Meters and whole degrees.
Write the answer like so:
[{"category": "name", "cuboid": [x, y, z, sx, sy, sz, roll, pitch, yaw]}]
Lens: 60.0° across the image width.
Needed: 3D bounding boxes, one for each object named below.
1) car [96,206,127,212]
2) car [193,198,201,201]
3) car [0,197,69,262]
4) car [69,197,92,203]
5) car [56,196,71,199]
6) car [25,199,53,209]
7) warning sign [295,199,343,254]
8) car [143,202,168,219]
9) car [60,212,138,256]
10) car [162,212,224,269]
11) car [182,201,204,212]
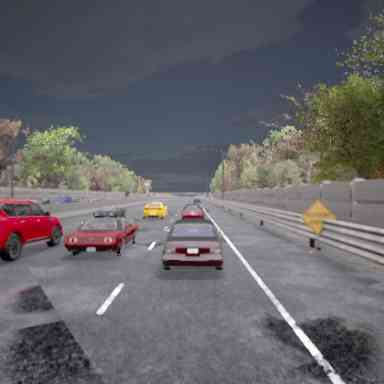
[{"category": "car", "cuboid": [-6.933, 1.819, 28.652, 1.895, 1.301, 4.718, 0, 0, 0]}, {"category": "car", "cuboid": [1.238, 2.198, 82.023, 1.837, 1.490, 4.892, 0, -1, 0]}, {"category": "car", "cuboid": [-6.946, 1.304, 12.688, 2.150, 2.045, 5.566, 0, -2, 1]}, {"category": "car", "cuboid": [-17.551, 1.927, 54.061, 2.128, 1.511, 4.902, 0, -1, 0]}, {"category": "car", "cuboid": [-21.047, 1.651, 53.586, 2.150, 2.045, 5.566, 0, 0, 1]}, {"category": "car", "cuboid": [-24.548, 1.923, 53.632, 2.128, 1.511, 4.902, 0, 0, 0]}, {"category": "warning sign", "cuboid": [4.550, 1.203, 12.029, 1.300, 1.860, 1.060, 0, -1, 0]}, {"category": "car", "cuboid": [-3.418, 1.720, 31.636, 1.882, 1.535, 5.008, 0, -1, 0]}, {"category": "car", "cuboid": [-3.436, 1.700, 13.628, 1.895, 1.301, 4.718, 0, 0, 0]}, {"category": "car", "cuboid": [0.048, 1.630, 11.362, 2.033, 1.411, 5.357, 0, 0, 1]}, {"category": "car", "cuboid": [0.079, 1.798, 30.553, 1.994, 1.385, 4.181, 0, 0, 0]}]
